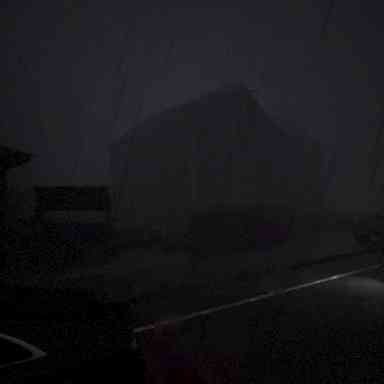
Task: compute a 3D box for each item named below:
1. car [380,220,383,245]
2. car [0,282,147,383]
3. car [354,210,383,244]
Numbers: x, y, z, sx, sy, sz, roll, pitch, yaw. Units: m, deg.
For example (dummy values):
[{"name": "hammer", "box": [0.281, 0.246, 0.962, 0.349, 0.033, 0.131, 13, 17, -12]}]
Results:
[{"name": "car", "box": [7.359, 1.500, 9.176, 4.674, 1.442, 1.812, 0, 0, -35]}, {"name": "car", "box": [-2.652, 1.493, 2.099, 4.902, 1.511, 2.128, 0, 0, -36]}, {"name": "car", "box": [8.341, 1.421, 13.475, 4.193, 1.474, 1.816, 0, 6, -38]}]
